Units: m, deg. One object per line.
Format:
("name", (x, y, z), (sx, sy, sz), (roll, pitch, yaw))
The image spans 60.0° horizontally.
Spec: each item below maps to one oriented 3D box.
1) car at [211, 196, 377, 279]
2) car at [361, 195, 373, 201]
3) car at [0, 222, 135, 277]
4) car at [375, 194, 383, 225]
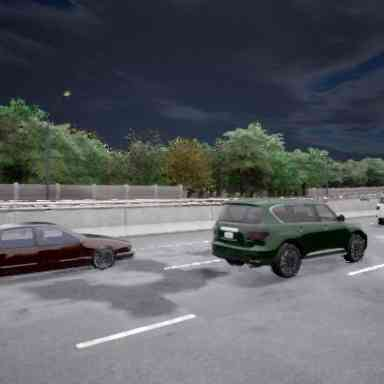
("car", (3.154, 1.222, 10.293), (5.566, 2.045, 2.150), (0, 0, -35))
("car", (43.542, 1.576, 82.739), (1.994, 1.385, 4.181), (1, 1, 39))
("car", (-4.358, 1.548, 9.236), (5.357, 1.411, 2.033), (0, 0, -35))
("car", (14.856, 1.221, 22.938), (5.566, 2.045, 2.150), (0, 0, -36))
